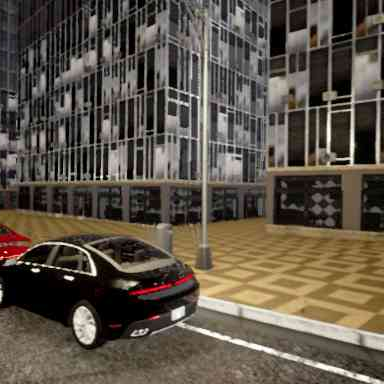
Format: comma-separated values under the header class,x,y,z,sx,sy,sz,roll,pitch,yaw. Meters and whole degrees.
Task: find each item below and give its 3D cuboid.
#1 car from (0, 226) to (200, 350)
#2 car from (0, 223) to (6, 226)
class,x,y,z,sx,sy,sz,roll,pitch,yaw
car,-2.131,1.564,6.389,4.892,1.490,1.837,-1,-1,37
car,-6.742,1.583,9.996,5.008,1.535,1.882,-1,-1,39
